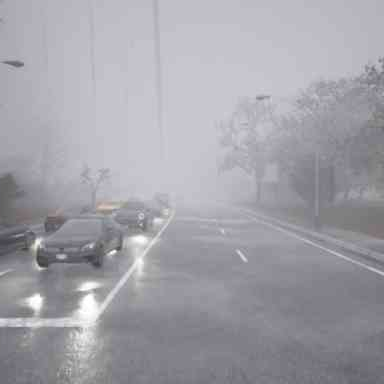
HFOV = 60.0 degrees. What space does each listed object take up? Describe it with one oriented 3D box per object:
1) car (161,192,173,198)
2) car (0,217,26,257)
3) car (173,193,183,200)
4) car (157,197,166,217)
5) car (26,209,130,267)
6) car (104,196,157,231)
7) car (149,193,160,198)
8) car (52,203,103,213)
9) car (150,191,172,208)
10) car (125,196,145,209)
[{"bbox_3d":[-7.074,0.797,92.697,2.097,1.767,4.553,0,0,-22],"label":"car"},{"bbox_3d":[-7.099,1.566,11.318,1.994,1.385,4.181,0,0,0],"label":"car"},{"bbox_3d":[-3.860,0.983,83.242,2.097,1.767,4.553,0,0,-18],"label":"car"},{"bbox_3d":[-3.698,1.491,30.742,1.812,1.442,4.674,0,0,-1],"label":"car"},{"bbox_3d":[-3.598,1.528,11.500,1.812,1.442,4.674,0,0,0],"label":"car"},{"bbox_3d":[-3.614,1.347,20.481,2.097,1.767,4.553,0,0,0],"label":"car"},{"bbox_3d":[-10.323,1.000,91.391,1.994,1.385,4.181,0,0,-22],"label":"car"},{"bbox_3d":[-7.110,1.473,20.062,1.882,1.535,5.008,0,0,0],"label":"car"},{"bbox_3d":[-4.192,1.104,45.208,2.150,2.045,5.566,0,0,-4],"label":"car"},{"bbox_3d":[-7.699,1.375,45.265,2.128,1.511,4.902,0,0,-4],"label":"car"}]
